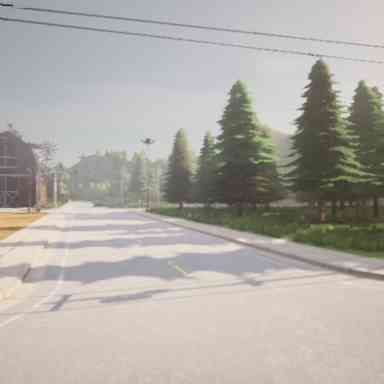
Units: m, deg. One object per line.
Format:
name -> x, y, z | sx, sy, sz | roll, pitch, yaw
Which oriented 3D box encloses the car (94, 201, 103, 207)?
car -> -23.285, 2.993, 82.614 | 1.812, 1.442, 4.674 | 0, -1, -19
